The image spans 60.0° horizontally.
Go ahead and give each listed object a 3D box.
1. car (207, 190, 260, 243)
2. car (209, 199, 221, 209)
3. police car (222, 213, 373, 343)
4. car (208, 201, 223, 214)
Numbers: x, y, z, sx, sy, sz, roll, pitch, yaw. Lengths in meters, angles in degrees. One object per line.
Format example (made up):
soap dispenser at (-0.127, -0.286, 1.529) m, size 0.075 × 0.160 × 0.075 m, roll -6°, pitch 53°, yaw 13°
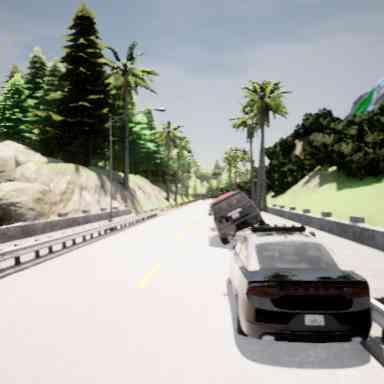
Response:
car at (2.077, 1.117, 16.817) m, size 2.150 × 2.045 × 5.566 m, roll -26°, pitch -2°, yaw 3°
car at (3.916, 2.053, 56.105) m, size 1.882 × 1.535 × 5.008 m, roll -1°, pitch -1°, yaw 4°
police car at (1.752, 1.482, 6.898) m, size 1.930 × 1.638 × 5.238 m, roll -1°, pitch -1°, yaw 4°
car at (3.117, 1.954, 43.779) m, size 1.837 × 1.490 × 4.892 m, roll -1°, pitch 0°, yaw 4°
